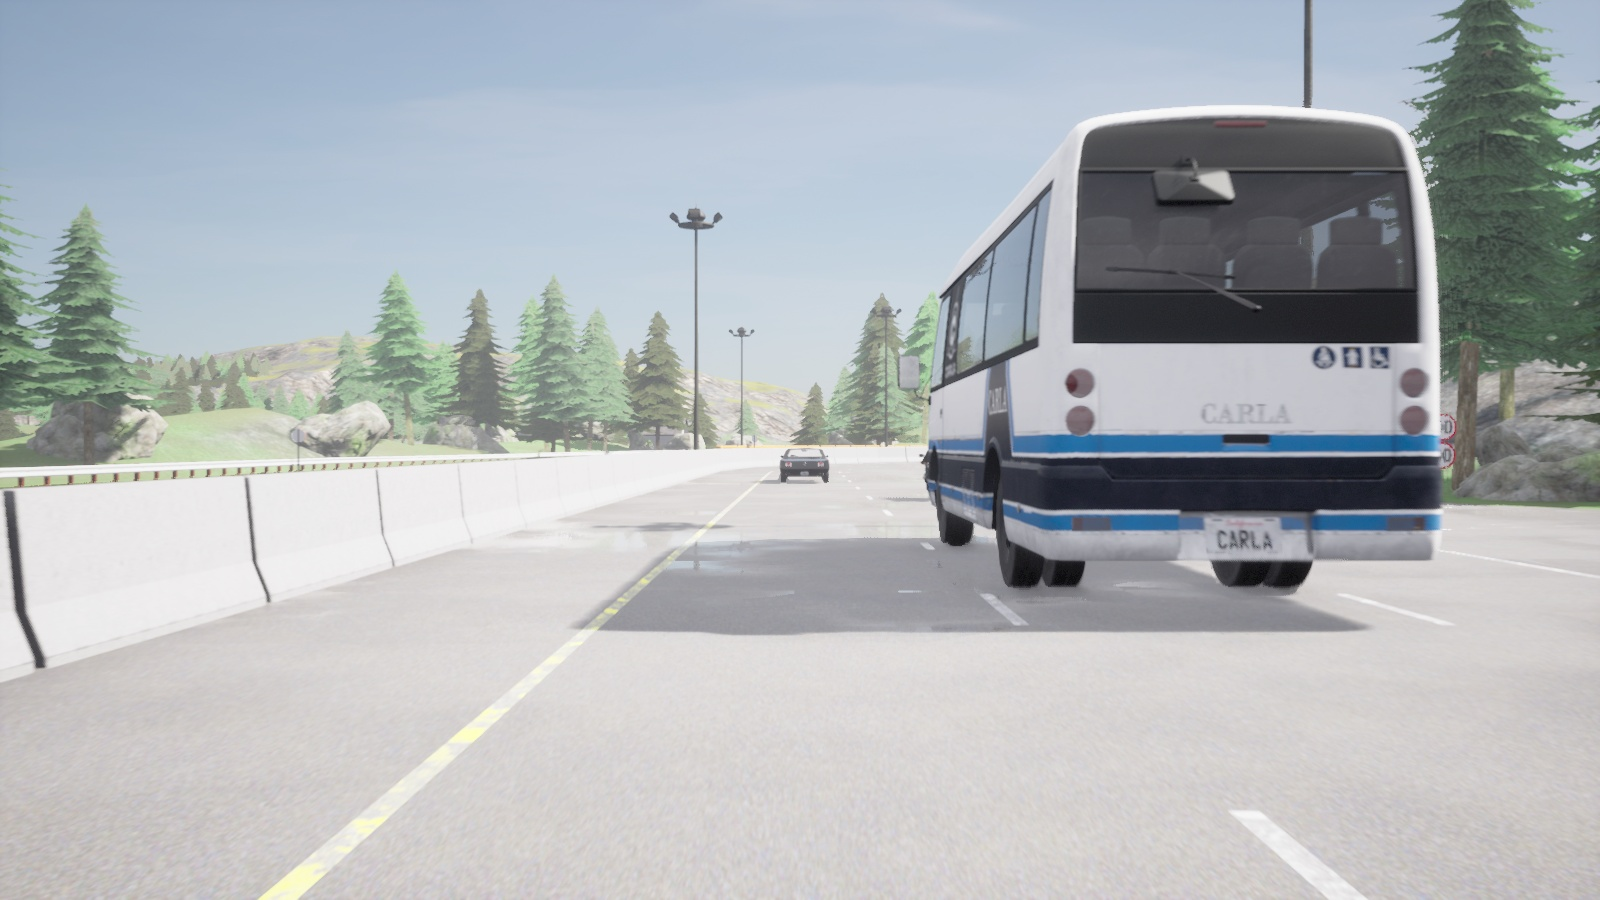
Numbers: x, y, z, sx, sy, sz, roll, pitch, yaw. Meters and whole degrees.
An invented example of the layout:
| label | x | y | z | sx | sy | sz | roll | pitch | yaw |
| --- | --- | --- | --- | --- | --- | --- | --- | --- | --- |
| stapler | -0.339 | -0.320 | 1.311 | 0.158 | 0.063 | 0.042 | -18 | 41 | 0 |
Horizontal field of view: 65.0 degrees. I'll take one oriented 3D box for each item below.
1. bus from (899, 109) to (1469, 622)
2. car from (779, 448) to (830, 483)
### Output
| label | x | y | z | sx | sy | sz | roll | pitch | yaw |
| --- | --- | --- | --- | --- | --- | --- | --- | --- | --- |
| bus | 3.585 | -0.715 | 15.550 | 3.944 | 4.253 | 10.273 | 0 | 0 | 0 |
| car | 0.183 | 0.569 | 49.248 | 1.895 | 1.301 | 4.718 | 0 | 0 | 0 |
